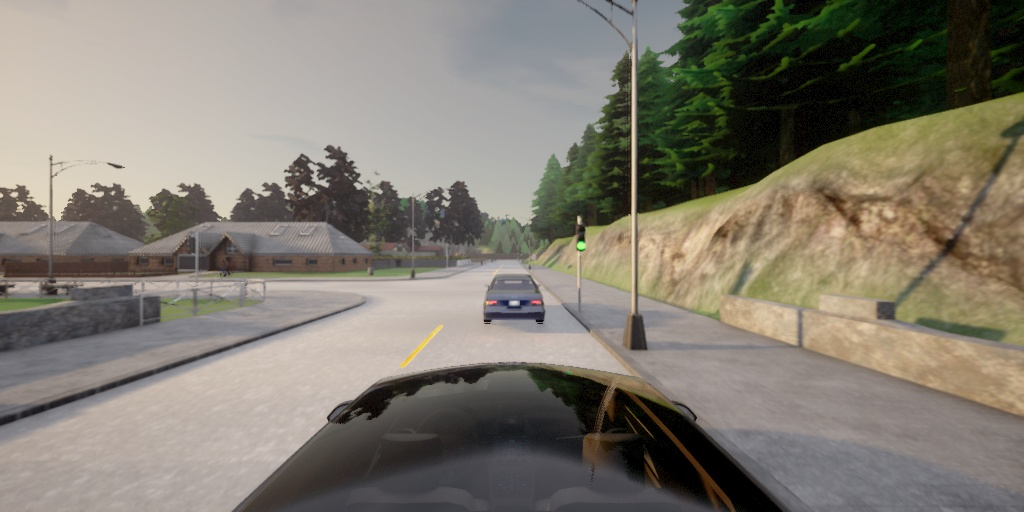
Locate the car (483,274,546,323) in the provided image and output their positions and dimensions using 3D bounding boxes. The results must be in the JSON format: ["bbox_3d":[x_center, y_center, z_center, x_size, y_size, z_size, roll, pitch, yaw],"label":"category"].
[{"bbox_3d":[0.027,1.298,12.019,2.033,1.411,5.357,0,0,-1],"label":"car"}]

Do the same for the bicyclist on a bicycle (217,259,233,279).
[{"bbox_3d":[-24.181,1.100,30.233,0.582,1.620,1.656,0,0,0],"label":"bicyclist on a bicycle"}]
